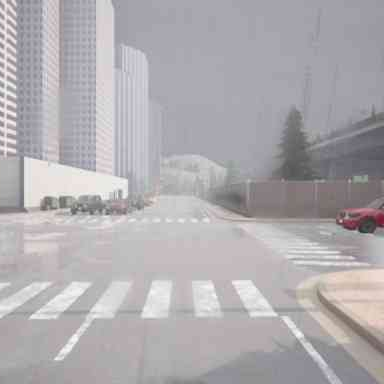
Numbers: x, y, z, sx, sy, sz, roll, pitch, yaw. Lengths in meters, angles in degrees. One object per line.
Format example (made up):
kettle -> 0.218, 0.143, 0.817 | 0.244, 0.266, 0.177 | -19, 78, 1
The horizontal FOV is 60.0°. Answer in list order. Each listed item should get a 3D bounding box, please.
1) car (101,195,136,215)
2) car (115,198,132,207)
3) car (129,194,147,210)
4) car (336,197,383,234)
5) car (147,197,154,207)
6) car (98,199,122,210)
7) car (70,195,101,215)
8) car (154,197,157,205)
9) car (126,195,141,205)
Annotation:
car -> -7.569, 1.445, 34.728 | 2.097, 1.767, 4.553 | 0, 0, -1
car -> -11.315, 1.748, 55.338 | 1.895, 1.301, 4.718 | 0, 0, 0
car -> -7.706, 1.340, 44.304 | 2.150, 2.045, 5.566 | 0, 0, -1
car -> 11.461, 1.324, 19.459 | 5.566, 2.045, 2.150 | -1, 0, -1
car -> -7.812, 1.670, 54.065 | 1.812, 1.442, 4.674 | 0, 0, 0
car -> -11.220, 1.670, 45.766 | 2.033, 1.411, 5.357 | 0, 0, -1
car -> -11.081, 1.317, 35.524 | 2.150, 2.045, 5.566 | 0, 0, -1
car -> -7.896, 1.649, 64.408 | 1.882, 1.535, 5.008 | 0, 0, -1
car -> -11.420, 1.526, 65.257 | 2.097, 1.767, 4.553 | 0, 0, -1
